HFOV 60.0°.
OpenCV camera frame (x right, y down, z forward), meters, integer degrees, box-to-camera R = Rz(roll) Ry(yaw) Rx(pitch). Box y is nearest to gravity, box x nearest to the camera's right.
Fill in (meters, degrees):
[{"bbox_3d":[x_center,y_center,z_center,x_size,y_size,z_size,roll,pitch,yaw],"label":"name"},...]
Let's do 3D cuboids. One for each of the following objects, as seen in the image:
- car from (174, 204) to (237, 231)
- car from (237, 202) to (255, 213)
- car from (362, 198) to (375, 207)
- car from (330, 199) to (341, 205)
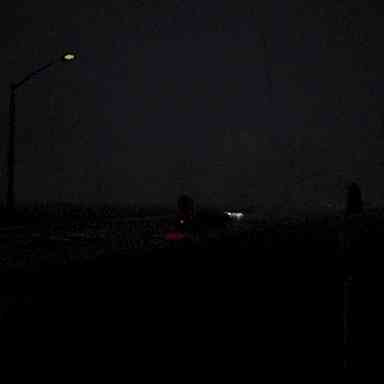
[{"bbox_3d":[0.862,1.734,22.732,1.882,1.535,5.008,1,0,36],"label":"car"},{"bbox_3d":[6.385,1.992,42.096,1.994,1.385,4.181,1,1,36],"label":"car"},{"bbox_3d":[39.738,2.508,75.720,1.837,1.490,4.892,1,0,36],"label":"car"},{"bbox_3d":[35.316,2.407,81.523,1.882,1.535,5.008,1,0,36],"label":"car"}]
